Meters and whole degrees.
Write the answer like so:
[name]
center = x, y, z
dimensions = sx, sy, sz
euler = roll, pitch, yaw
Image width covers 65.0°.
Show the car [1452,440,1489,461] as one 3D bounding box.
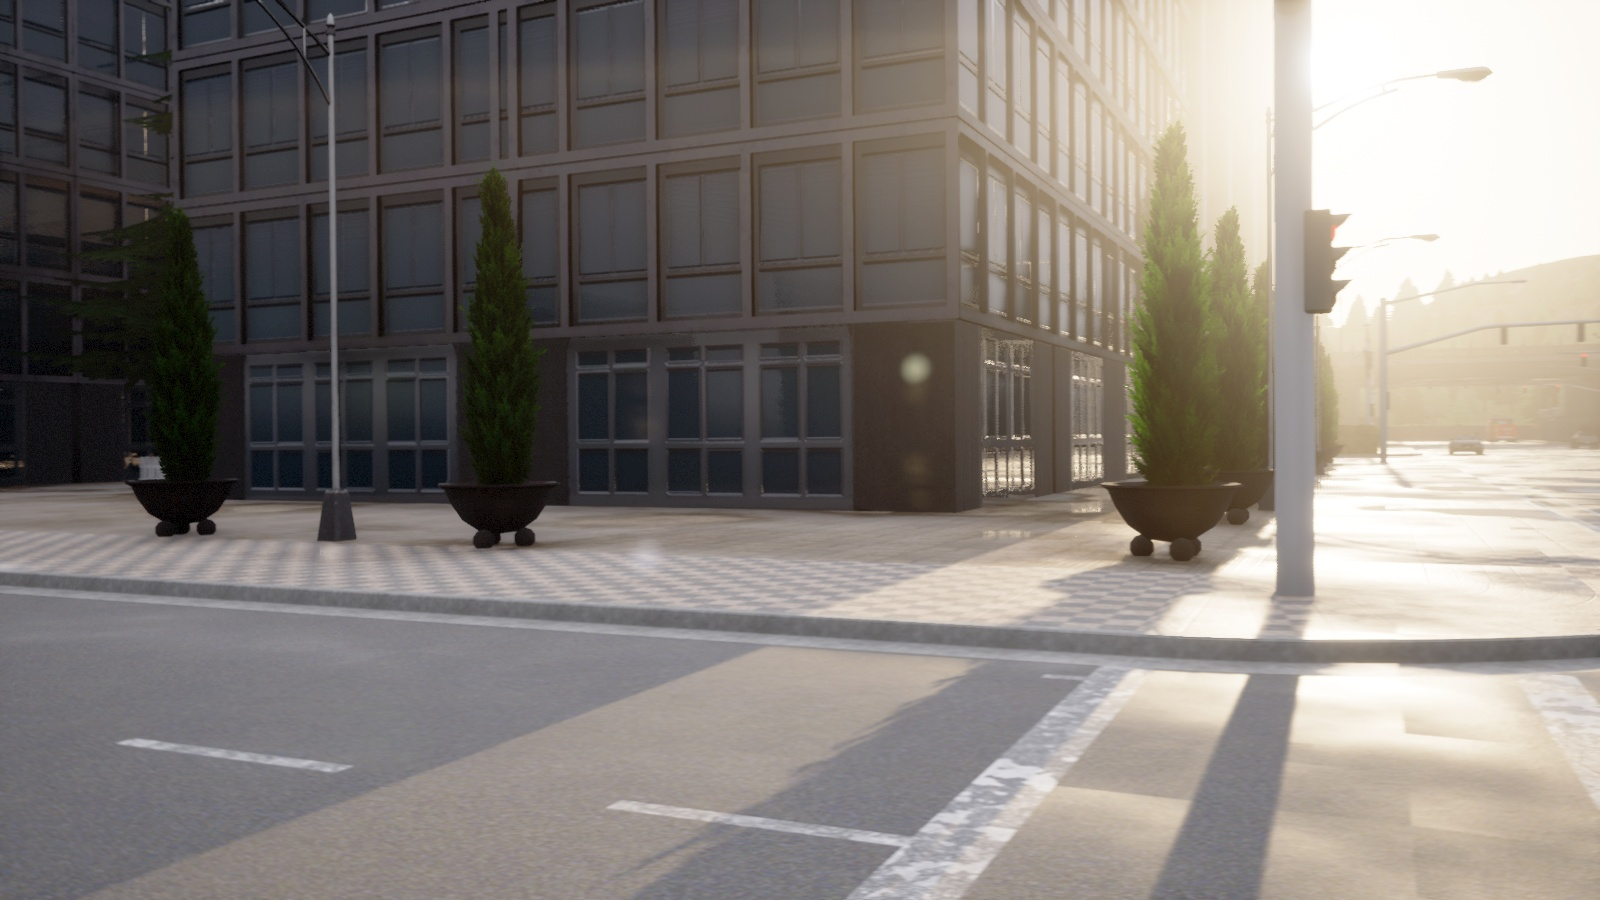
[car]
center = 45.995, -0.006, 86.179
dimensions = 1.994, 1.385, 4.181
euler = 0, 1, 25
